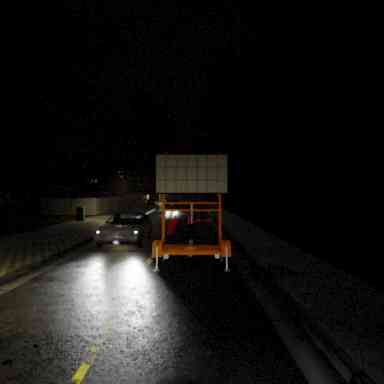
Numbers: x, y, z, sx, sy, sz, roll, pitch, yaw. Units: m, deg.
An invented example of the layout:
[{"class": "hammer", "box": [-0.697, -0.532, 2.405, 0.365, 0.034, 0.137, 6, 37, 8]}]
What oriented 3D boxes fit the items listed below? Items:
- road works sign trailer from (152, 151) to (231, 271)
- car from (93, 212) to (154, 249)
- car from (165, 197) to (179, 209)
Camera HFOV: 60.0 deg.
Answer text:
[{"class": "road works sign trailer", "box": [-0.009, 0.467, 10.849, 2.380, 3.560, 2.880, 0, 0, 0]}, {"class": "car", "box": [-2.862, 1.605, 14.787, 1.895, 1.301, 4.718, 0, 0, 0]}, {"class": "car", "box": [-2.788, 1.519, 46.099, 2.128, 1.511, 4.902, 0, 0, 0]}]
